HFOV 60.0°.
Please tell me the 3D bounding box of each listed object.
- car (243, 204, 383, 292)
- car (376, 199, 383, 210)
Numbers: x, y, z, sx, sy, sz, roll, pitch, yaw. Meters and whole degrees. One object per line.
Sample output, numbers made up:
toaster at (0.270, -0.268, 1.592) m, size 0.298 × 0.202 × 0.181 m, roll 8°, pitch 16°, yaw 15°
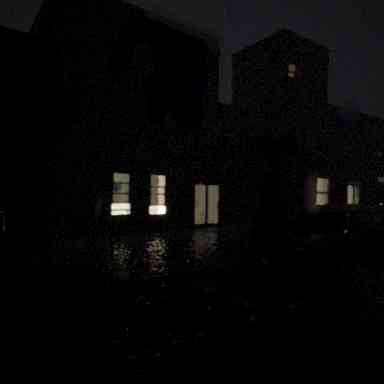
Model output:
car at (3.698, 1.303, 9.179) m, size 5.009 × 1.841 × 2.192 m, roll 0°, pitch 1°, yaw -36°
car at (25.799, 1.546, 41.700) m, size 1.887 × 1.381 × 4.507 m, roll 1°, pitch -1°, yaw -35°
